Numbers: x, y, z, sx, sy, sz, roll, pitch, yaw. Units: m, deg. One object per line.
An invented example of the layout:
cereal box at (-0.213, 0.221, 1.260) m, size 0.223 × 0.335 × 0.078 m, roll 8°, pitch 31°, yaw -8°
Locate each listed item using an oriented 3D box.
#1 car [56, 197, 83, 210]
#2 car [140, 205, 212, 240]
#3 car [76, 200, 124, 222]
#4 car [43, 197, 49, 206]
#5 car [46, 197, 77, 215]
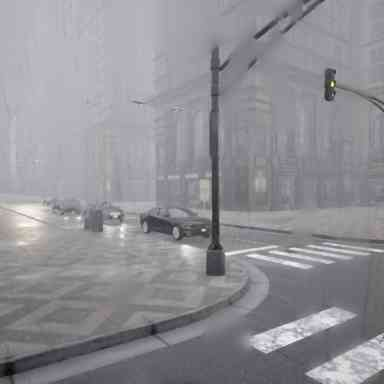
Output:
car at (-16.367, 1.489, 44.280) m, size 2.033 × 1.411 × 5.357 m, roll 0°, pitch 0°, yaw -35°
car at (-0.924, 1.470, 17.187) m, size 1.882 × 1.535 × 5.008 m, roll 0°, pitch 0°, yaw -36°
car at (-6.836, 1.480, 25.476) m, size 2.128 × 1.511 × 4.902 m, roll 0°, pitch 0°, yaw -35°
car at (-22.005, 1.446, 52.096) m, size 1.812 × 1.442 × 4.674 m, roll 0°, pitch 0°, yaw -35°
car at (-12.981, 1.518, 34.109) m, size 2.033 × 1.411 × 5.357 m, roll 0°, pitch 0°, yaw -35°
